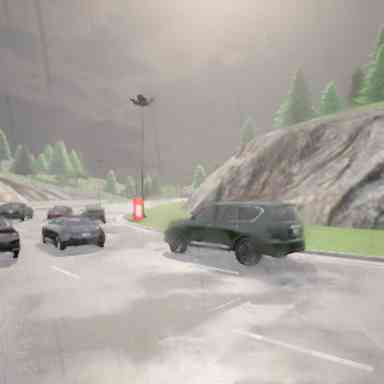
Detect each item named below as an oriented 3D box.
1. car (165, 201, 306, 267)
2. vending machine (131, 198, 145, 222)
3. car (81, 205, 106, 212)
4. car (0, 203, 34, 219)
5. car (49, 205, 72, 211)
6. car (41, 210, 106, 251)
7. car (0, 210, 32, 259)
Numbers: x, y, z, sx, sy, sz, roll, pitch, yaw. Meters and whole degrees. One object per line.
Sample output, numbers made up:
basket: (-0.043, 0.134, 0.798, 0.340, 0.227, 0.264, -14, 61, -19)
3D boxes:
car: (1.386, 1.373, 12.401, 5.566, 2.045, 2.150, -1, -1, 45)
vending machine: (-4.870, 1.577, 29.773, 1.100, 2.100, 0.880, 0, -1, -18)
car: (-8.705, 1.892, 29.455, 1.837, 1.490, 4.892, -1, -1, -18)
car: (-16.190, 1.776, 30.875, 2.097, 1.767, 4.553, 0, -1, -14)
car: (-13.241, 2.015, 33.698, 1.994, 1.385, 4.181, 0, -1, -11)
car: (-5.608, 1.771, 15.491, 1.994, 1.385, 4.181, 0, -1, -36)
car: (-7.940, 1.671, 12.753, 2.128, 1.511, 4.902, 0, -1, -38)
